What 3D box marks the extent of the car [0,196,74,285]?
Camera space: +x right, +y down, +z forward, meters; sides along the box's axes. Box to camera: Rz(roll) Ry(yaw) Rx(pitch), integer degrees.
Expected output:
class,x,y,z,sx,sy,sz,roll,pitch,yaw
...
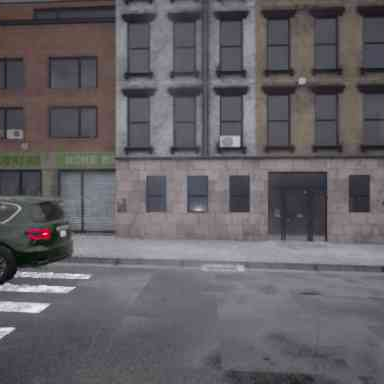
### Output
class,x,y,z,sx,sy,sz,roll,pitch,yaw
car,-5.987,1.117,8.730,5.566,2.045,2.150,1,0,3
